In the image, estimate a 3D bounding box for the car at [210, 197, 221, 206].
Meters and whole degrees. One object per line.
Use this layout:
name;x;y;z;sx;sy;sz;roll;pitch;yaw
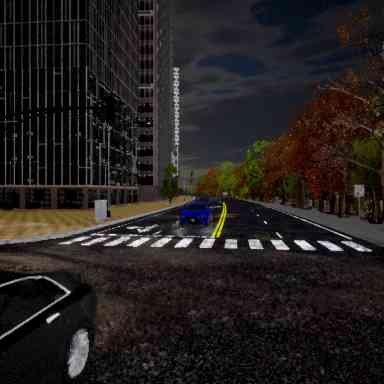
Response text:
car;3.708;1.541;54.158;2.033;1.411;5.357;0;0;6

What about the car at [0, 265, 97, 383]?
car;-2.436;1.547;2.695;1.837;1.490;4.892;-1;0;8

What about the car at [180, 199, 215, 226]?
car;0.368;1.498;23.443;1.882;1.535;5.008;0;0;7
